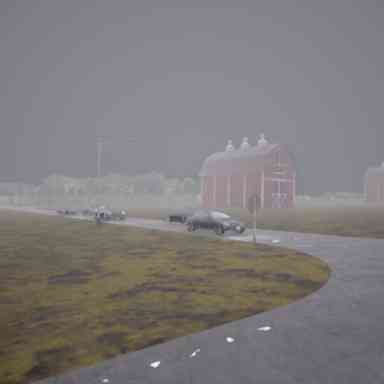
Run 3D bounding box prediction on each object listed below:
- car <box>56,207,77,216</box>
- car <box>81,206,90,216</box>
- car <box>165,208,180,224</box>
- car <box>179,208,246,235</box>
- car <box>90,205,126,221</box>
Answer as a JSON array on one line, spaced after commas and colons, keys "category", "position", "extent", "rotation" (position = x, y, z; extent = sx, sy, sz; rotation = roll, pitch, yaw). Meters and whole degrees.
[{"category": "car", "position": [-18.794, 2.899, 49.843], "extent": [1.895, 1.301, 4.718], "rotation": [2, -2, -36]}, {"category": "car", "position": [-14.710, 2.783, 48.979], "extent": [2.033, 1.411, 5.357], "rotation": [2, -2, -35]}, {"category": "car", "position": [-0.629, 2.142, 29.427], "extent": [2.128, 1.511, 4.902], "rotation": [2, -2, -35]}, {"category": "car", "position": [1.399, 1.928, 21.604], "extent": [1.812, 1.442, 4.674], "rotation": [2, -2, -36]}, {"category": "car", "position": [-8.871, 2.188, 35.901], "extent": [2.097, 1.767, 4.553], "rotation": [2, -2, -36]}]
